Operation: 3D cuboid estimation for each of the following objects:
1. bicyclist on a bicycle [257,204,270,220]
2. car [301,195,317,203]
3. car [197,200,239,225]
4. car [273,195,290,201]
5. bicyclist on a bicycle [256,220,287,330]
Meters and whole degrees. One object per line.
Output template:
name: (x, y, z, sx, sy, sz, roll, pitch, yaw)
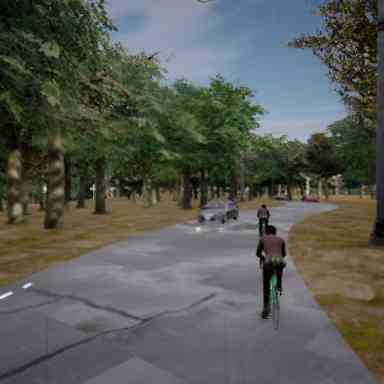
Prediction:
bicyclist on a bicycle: (3.099, 1.362, 14.388, 0.582, 1.620, 1.656, 0, 0, 15)
car: (20.947, 1.186, 59.635, 1.994, 1.385, 4.181, 0, -1, 4)
car: (1.903, 1.321, 22.853, 2.128, 1.511, 4.902, 0, 1, 23)
car: (19.761, 1.351, 73.668, 2.128, 1.511, 4.902, 0, -1, -16)
bicyclist on a bicycle: (1.425, 1.432, 5.923, 0.582, 1.620, 1.656, 0, 0, 7)
